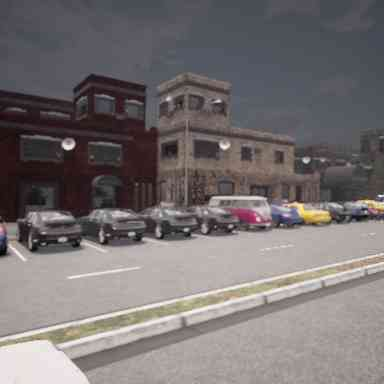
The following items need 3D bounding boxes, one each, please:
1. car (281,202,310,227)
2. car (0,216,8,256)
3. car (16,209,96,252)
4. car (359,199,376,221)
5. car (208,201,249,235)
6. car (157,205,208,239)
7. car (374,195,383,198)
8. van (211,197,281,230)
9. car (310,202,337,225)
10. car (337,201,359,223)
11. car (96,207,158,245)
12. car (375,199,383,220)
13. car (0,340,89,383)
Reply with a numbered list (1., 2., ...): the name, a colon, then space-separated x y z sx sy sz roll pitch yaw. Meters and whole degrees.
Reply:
1. car: 5.067 1.539 22.195 2.002 1.452 4.674 0 0 -36
2. car: -8.377 1.359 12.558 2.185 1.767 4.553 0 0 -36
3. car: -6.148 1.486 14.181 2.231 1.521 4.892 0 0 -36
4. car: 11.781 1.551 27.029 2.163 1.488 4.792 0 0 -36
5. car: 0.582 1.491 18.987 2.231 1.521 4.892 0 0 -36
6. car: -1.661 1.489 17.385 2.231 1.521 4.892 0 0 -36
7. car: 18.512 1.302 31.835 2.435 2.045 5.566 0 0 -36
8. van: 2.992 1.269 20.571 1.878 1.987 4.442 0 0 -35
9. car: 7.203 1.503 23.951 1.946 1.575 5.366 0 0 -36
10. car: 9.557 1.514 25.396 2.231 1.521 4.892 0 0 -36
11. car: -3.904 1.486 15.783 2.231 1.521 4.892 0 0 -36
12. car: 14.039 1.571 28.609 2.002 1.452 4.674 0 0 -36
13. car: -2.634 1.602 1.254 4.718 1.301 1.895 0 0 -35
